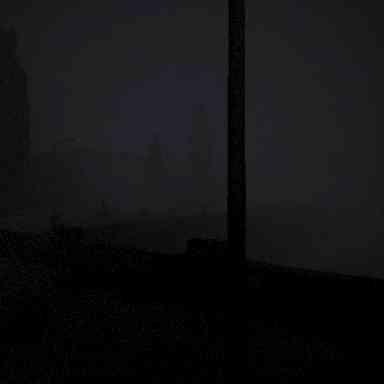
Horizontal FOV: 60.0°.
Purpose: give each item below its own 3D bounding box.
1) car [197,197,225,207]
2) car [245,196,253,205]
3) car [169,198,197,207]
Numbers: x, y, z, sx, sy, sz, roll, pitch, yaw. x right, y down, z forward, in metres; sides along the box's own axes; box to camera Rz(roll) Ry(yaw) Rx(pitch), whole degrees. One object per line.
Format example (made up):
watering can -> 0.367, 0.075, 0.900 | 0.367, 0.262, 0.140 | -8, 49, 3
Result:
car -> 3.326, 1.528, 51.176 | 1.837, 1.490, 4.892 | 0, 0, 36
car -> 9.309, 1.516, 59.648 | 2.128, 1.511, 4.902 | 0, 0, 35
car -> -1.216, 1.577, 51.887 | 2.033, 1.411, 5.357 | 0, 0, 36
